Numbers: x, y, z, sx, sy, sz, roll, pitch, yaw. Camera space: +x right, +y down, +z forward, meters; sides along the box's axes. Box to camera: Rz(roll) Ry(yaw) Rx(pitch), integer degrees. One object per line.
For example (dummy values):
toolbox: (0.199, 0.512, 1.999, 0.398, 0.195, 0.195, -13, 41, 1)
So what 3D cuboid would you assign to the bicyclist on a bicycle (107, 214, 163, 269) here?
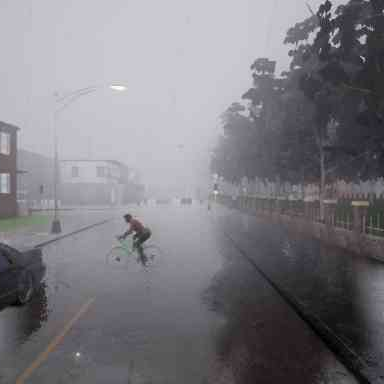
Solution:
bicyclist on a bicycle: (-1.675, 1.452, 9.699, 1.656, 1.620, 0.582, -2, 0, -2)

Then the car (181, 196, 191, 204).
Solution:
car: (-1.109, 1.477, 62.360, 1.882, 1.535, 5.008, 0, 0, -1)

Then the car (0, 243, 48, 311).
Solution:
car: (-4.154, 1.547, 5.241, 2.033, 1.411, 5.357, 0, 0, -1)

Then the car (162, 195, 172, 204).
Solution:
car: (-5.422, 1.575, 72.918, 2.097, 1.767, 4.553, 0, 0, -1)

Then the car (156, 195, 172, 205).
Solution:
car: (-5.207, 1.353, 58.698, 2.097, 1.767, 4.553, 0, 0, -1)
